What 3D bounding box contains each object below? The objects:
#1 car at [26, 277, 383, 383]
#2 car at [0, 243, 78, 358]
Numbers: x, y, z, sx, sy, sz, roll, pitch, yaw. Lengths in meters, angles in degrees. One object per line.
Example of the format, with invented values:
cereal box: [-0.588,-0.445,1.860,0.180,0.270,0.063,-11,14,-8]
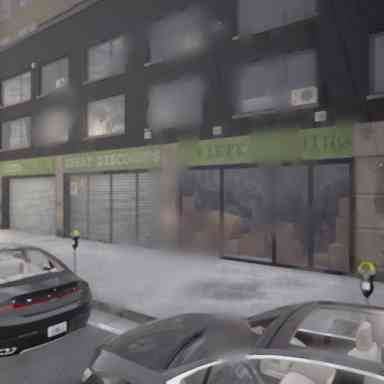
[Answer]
car: [0.983,1.550,2.385,4.403,1.369,2.008,0,0,35]
car: [-3.524,1.539,5.577,4.403,1.369,2.008,0,0,35]
